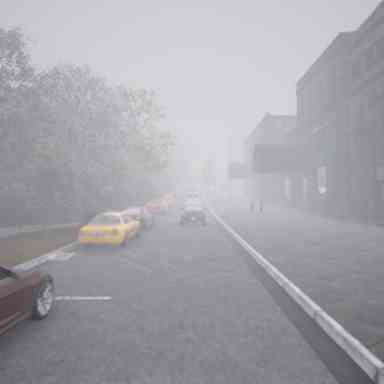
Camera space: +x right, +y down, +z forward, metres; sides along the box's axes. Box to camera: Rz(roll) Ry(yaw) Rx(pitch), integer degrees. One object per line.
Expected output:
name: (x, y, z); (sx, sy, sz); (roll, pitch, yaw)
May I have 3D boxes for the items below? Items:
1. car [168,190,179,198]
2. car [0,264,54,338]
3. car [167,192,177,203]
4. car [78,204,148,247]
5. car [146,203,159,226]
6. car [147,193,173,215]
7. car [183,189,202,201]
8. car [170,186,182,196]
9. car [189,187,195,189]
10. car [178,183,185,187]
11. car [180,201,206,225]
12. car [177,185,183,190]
car: (-3.670, 1.005, 51.857); (2.231, 1.521, 4.892); (1, 3, 2)
car: (-3.666, 1.578, 4.457); (2.163, 1.488, 4.792); (-1, 0, 2)
car: (-3.663, 1.209, 46.121); (1.946, 1.575, 5.366); (1, 2, 2)
car: (-3.655, 1.595, 15.705); (1.946, 1.575, 5.366); (0, 0, 2)
car: (-3.667, 1.669, 21.841); (2.002, 1.452, 4.674); (0, 0, 2)
car: (-3.652, 1.387, 35.101); (2.185, 1.767, 4.553); (2, 1, 2)
car: (0.070, 1.053, 43.374); (2.150, 2.045, 5.566); (0, 2, 0)
car: (-3.698, 0.330, 62.974); (2.185, 1.767, 4.553); (0, 3, 2)
car: (-0.054, -0.346, 77.988); (1.882, 1.535, 5.008); (0, 3, 0)
car: (-3.704, -0.750, 85.450); (1.946, 1.575, 5.366); (0, 3, 2)
car: (0.082, 1.668, 25.466); (1.812, 1.442, 4.674); (0, 0, 0)
car: (-3.702, 0.035, 68.538); (2.185, 1.767, 4.553); (0, 3, 2)
